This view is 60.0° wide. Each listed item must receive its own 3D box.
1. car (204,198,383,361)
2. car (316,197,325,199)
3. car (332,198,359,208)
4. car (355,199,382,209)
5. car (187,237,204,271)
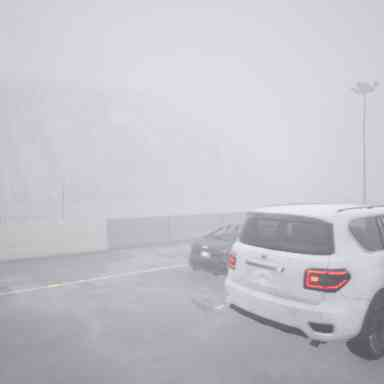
[{"bbox_3d":[3.088,1.237,6.227,5.566,2.045,2.150,0,0,-38],"label":"car"},{"bbox_3d":[20.560,1.624,52.743,4.892,1.490,1.837,1,-1,-39],"label":"car"},{"bbox_3d":[23.412,1.626,50.555,4.892,1.490,1.837,1,0,-40],"label":"car"},{"bbox_3d":[25.210,1.681,47.504,4.181,1.385,1.994,0,0,-39],"label":"car"},{"bbox_3d":[1.919,1.582,9.795,4.181,1.385,1.994,0,0,-38],"label":"car"}]
